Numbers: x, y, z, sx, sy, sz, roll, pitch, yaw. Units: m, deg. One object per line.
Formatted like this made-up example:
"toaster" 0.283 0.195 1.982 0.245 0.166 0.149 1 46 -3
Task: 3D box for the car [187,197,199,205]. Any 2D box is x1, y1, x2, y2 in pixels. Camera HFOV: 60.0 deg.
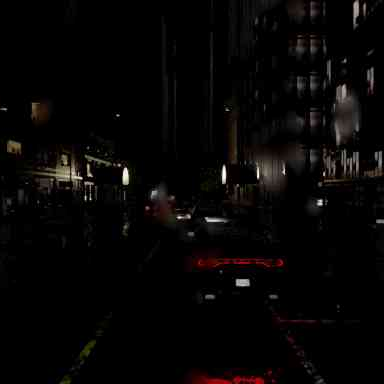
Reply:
"car" 0.124 1.582 58.899 1.994 1.385 4.181 0 0 0

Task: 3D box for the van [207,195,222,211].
"van" 2.771 1.348 41.527 1.690 1.788 3.998 0 0 0

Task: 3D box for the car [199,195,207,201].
"car" 2.866 1.564 85.890 1.752 1.417 4.829 0 0 0

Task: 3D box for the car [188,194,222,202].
"car" 0.951 1.225 24.481 2.150 2.045 5.566 0 0 0

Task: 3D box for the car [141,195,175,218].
"car" -2.939 1.353 29.496 2.097 1.767 4.553 0 0 0

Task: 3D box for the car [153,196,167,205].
"car" -5.572 1.457 58.114 1.967 1.590 4.097 0 0 0

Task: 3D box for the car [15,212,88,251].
"car" -5.665 1.550 13.921 2.008 1.369 4.403 0 0 0

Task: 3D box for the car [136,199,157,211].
"car" -5.607 1.551 41.541 1.887 1.381 4.507 0 0 0

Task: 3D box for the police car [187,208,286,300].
"police car" 0.918 1.425 8.562 1.930 1.638 5.238 0 0 0

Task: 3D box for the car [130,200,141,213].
"car" -5.619 1.555 36.017 2.008 1.369 4.403 0 0 0

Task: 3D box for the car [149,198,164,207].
"car" -5.583 1.580 52.589 1.947 1.339 4.313 0 0 0

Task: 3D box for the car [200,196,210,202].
"car" 2.843 1.580 74.672 2.008 1.369 4.403 0 0 0

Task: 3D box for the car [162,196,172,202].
"car" -5.537 1.611 74.686 1.802 1.307 4.206 0 0 0

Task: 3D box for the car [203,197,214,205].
"car" 2.808 1.543 58.269 1.752 1.417 4.829 0 0 0

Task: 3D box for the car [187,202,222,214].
"car" 0.816 1.504 18.452 1.837 1.490 4.892 0 0 0

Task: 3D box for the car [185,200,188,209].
"car" 0.112 1.514 45.710 1.837 1.490 4.892 0 0 0
